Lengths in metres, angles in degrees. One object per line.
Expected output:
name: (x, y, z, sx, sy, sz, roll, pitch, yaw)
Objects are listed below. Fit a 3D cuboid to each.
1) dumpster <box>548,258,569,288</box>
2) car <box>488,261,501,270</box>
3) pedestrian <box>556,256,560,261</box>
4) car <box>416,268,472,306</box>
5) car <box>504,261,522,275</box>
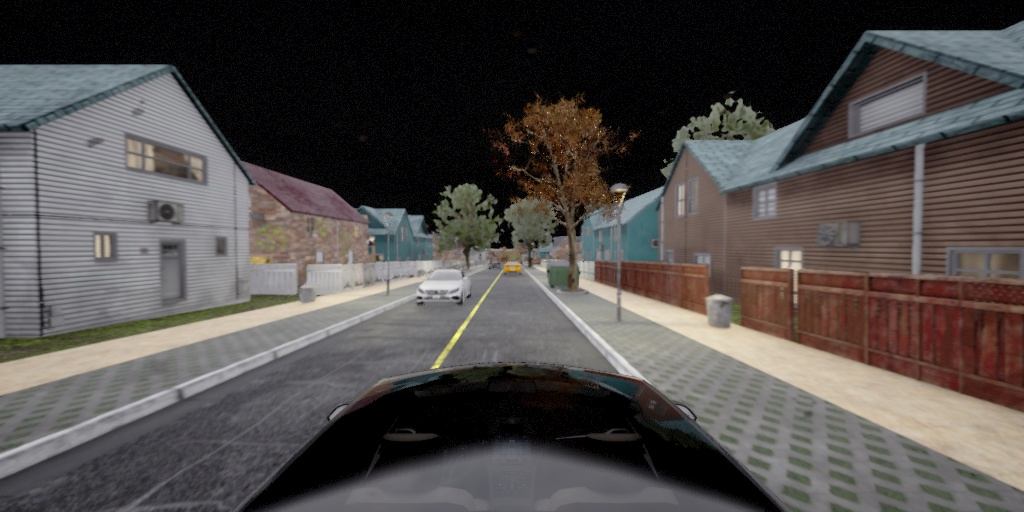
dumpster: (3.013, 1.172, 22.434, 1.020, 1.700, 1.940, 0, 0, 0)
car: (-2.790, 1.534, 58.346, 1.994, 1.385, 4.181, 0, 0, 1)
pedestrian: (3.014, 0.922, 23.432, 0.375, 1.860, 0.375, -2, 1, -1)
car: (-2.846, 1.286, 15.830, 1.812, 1.442, 4.674, 0, 0, 0)
car: (0.085, 1.334, 41.321, 1.882, 1.535, 5.008, 0, 0, 0)
